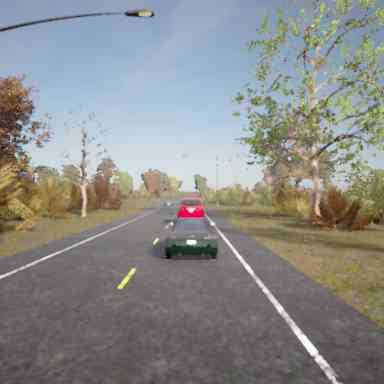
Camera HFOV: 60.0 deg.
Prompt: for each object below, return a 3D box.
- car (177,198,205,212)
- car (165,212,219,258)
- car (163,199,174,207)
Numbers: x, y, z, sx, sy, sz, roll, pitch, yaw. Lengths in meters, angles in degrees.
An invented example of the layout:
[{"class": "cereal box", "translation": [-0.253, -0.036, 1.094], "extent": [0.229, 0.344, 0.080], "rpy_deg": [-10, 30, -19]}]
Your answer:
[{"class": "car", "translation": [-0.068, 1.523, 27.591], "extent": [2.150, 2.045, 5.566], "rpy_deg": [0, 0, 0]}, {"class": "car", "translation": [0.001, 1.711, 13.438], "extent": [1.994, 1.385, 4.181], "rpy_deg": [0, -1, 1]}, {"class": "car", "translation": [-4.631, 2.179, 65.880], "extent": [2.128, 1.511, 4.902], "rpy_deg": [0, -1, -5]}]
